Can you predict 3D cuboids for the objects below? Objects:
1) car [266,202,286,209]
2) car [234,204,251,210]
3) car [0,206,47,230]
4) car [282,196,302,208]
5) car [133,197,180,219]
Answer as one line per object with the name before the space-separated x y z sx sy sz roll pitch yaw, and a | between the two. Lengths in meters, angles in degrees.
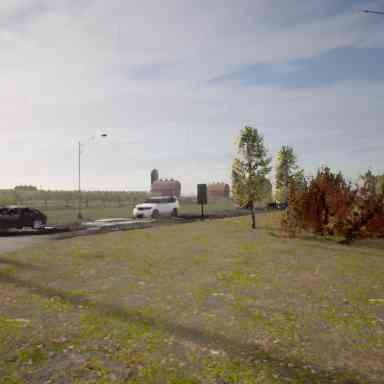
car | 13.387 1.975 53.183 1.837 1.490 4.892 -1 -1 32
car | 8.122 2.001 51.600 2.128 1.511 4.902 -1 -2 32
car | -11.130 1.642 20.088 1.837 1.490 4.892 -1 -2 26
car | 18.605 1.792 61.715 2.150 2.045 5.566 -1 -1 31
car | -3.388 1.512 33.185 2.150 2.045 5.566 -1 0 32
